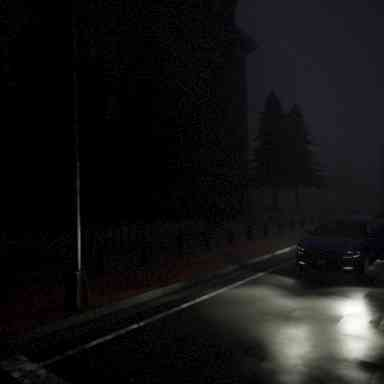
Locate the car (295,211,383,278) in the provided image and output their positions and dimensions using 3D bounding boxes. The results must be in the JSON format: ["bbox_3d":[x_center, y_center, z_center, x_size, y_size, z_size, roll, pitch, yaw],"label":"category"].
[{"bbox_3d":[5.034,1.611,10.899,1.882,1.535,5.008,-2,-1,39],"label":"car"}]
